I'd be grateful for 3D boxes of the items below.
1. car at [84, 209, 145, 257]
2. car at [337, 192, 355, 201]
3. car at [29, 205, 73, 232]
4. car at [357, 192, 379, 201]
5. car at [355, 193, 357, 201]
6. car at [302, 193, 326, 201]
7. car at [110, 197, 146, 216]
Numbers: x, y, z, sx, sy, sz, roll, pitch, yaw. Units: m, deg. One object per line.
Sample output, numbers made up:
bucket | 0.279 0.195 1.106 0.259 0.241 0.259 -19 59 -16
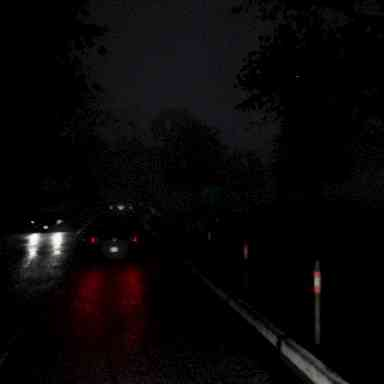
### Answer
car | -3.025 1.551 12.817 1.895 1.301 4.718 0 0 -14
car | 33.449 1.320 73.211 1.812 1.442 4.674 -1 -1 44
car | -8.469 1.516 20.410 2.033 1.411 5.357 0 0 -14
car | 44.104 1.166 84.614 5.566 2.045 2.435 0 -1 23
car | 39.295 1.088 83.215 2.150 2.045 5.566 0 -1 23
car | 31.378 1.199 85.834 5.566 2.045 2.435 0 -1 23
car | -5.348 1.305 28.037 2.097 1.767 4.553 0 0 5
